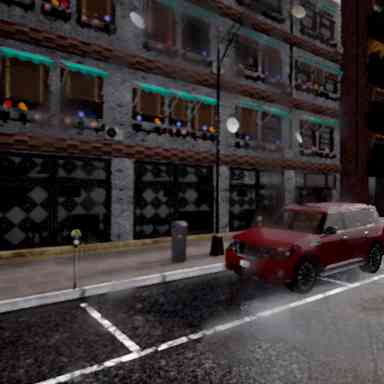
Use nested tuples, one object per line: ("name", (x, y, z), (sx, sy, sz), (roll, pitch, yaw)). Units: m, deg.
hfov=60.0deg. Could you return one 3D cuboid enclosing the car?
("car", (3.226, 1.258, 8.841), (5.009, 1.841, 2.192), (-1, 1, -35))
